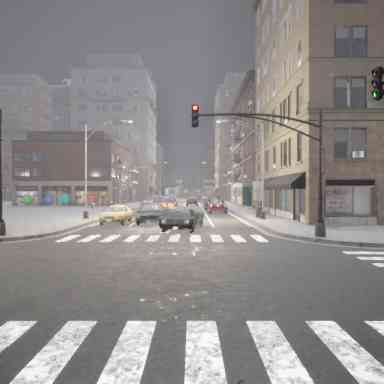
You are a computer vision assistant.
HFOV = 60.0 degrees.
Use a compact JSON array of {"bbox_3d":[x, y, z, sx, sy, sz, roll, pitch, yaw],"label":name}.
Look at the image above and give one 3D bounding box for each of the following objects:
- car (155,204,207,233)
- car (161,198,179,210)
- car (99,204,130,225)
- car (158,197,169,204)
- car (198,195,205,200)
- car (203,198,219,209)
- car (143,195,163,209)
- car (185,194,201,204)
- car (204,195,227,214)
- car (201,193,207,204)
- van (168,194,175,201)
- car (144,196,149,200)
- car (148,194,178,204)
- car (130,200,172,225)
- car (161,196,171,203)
[{"bbox_3d":[-0.498,1.601,19.701,1.895,1.301,4.718,0,0,10],"label":"car"},{"bbox_3d":[-2.831,1.550,44.222,2.033,1.411,5.357,0,0,0],"label":"car"},{"bbox_3d":[-5.381,1.526,23.883,1.752,1.417,4.829,0,0,0],"label":"car"},{"bbox_3d":[-5.367,1.586,63.687,1.802,1.307,4.206,0,0,0],"label":"car"},{"bbox_3d":[2.668,1.575,91.993,1.947,1.339,4.313,0,0,0],"label":"car"},{"bbox_3d":[2.652,1.568,46.698,1.947,1.339,4.313,0,0,0],"label":"car"},{"bbox_3d":[-5.373,1.317,46.701,2.192,1.841,5.009,0,0,0],"label":"car"},{"bbox_3d":[0.018,1.508,53.993,1.837,1.490,4.892,0,0,0],"label":"car"},{"bbox_3d":[2.648,1.441,35.374,1.967,1.590,4.097,0,0,0],"label":"car"},{"bbox_3d":[2.650,1.317,41.036,2.192,1.841,5.009,0,0,0],"label":"car"},{"bbox_3d":[-5.359,1.349,86.334,1.690,1.788,3.998,0,0,0],"label":"van"},{"bbox_3d":[-5.375,1.552,41.039,2.008,1.369,4.403,0,0,0],"label":"car"},{"bbox_3d":[-2.841,1.353,33.814,2.097,1.767,4.553,0,0,0],"label":"car"},{"bbox_3d":[-2.841,1.548,24.165,2.033,1.411,5.357,0,0,0],"label":"car"},{"bbox_3d":[-5.365,1.530,69.179,1.752,1.417,4.829,0,0,0],"label":"car"}]
